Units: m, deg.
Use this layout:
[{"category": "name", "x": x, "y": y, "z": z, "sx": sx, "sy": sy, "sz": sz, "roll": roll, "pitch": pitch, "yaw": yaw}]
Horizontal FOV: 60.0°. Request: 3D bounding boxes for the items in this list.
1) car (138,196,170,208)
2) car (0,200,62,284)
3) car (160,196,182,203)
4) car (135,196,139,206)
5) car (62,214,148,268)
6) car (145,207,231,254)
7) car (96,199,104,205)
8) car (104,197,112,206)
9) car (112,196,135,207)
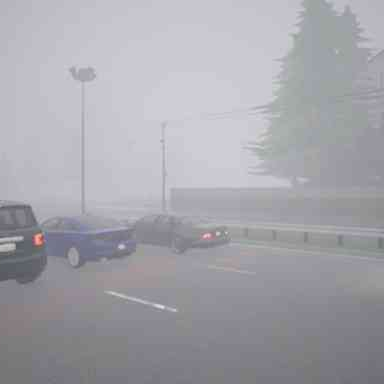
[{"category": "car", "x": -4.475, "y": 1.553, "z": 46.112, "sx": 2.033, "sy": 1.411, "sz": 5.357, "roll": 0, "pitch": 0, "yaw": 37}, {"category": "car", "x": -5.891, "y": 1.223, "z": 8.387, "sx": 5.566, "sy": 2.045, "sz": 2.150, "roll": 0, "pitch": 0, "yaw": 37}, {"category": "car", "x": -4.405, "y": 1.509, "z": 69.197, "sx": 1.837, "sy": 1.490, "sz": 4.892, "roll": 0, "pitch": 0, "yaw": 37}, {"category": "car", "x": -5.750, "y": 1.358, "z": 50.212, "sx": 2.097, "sy": 1.767, "sz": 4.553, "roll": 0, "pitch": 0, "yaw": 37}, {"category": "car", "x": -4.067, "y": 1.479, "z": 11.398, "sx": 5.008, "sy": 1.535, "sz": 1.882, "roll": 0, "pitch": 0, "yaw": 37}, {"category": "car", "x": -1.067, "y": 1.549, "z": 13.519, "sx": 5.357, "sy": 1.411, "sz": 2.033, "roll": 0, "pitch": 0, "yaw": 37}, {"category": "car", "x": -14.032, "y": 1.533, "z": 56.649, "sx": 1.812, "sy": 1.442, "sz": 4.674, "roll": 0, "pitch": 0, "yaw": 37}, {"category": "car", "x": -11.512, "y": 1.532, "z": 54.188, "sx": 1.812, "sy": 1.442, "sz": 4.674, "roll": 0, "pitch": 0, "yaw": 37}, {"category": "car", "x": -9.391, "y": 1.359, "z": 51.203, "sx": 2.097, "sy": 1.767, "sz": 4.553, "roll": 0, "pitch": 0, "yaw": 37}]
